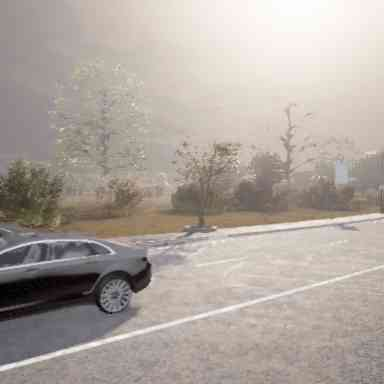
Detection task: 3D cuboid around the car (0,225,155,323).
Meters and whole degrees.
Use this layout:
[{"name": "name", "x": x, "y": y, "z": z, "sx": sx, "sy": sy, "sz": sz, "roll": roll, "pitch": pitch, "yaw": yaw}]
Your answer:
[{"name": "car", "x": -3.072, "y": 1.516, "z": 6.130, "sx": 4.902, "sy": 1.511, "sz": 2.128, "roll": 1, "pitch": 0, "yaw": -36}]

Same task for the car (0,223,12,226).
[{"name": "car", "x": -6.030, "y": 1.529, "z": 8.312, "sx": 4.892, "sy": 1.490, "sz": 1.837, "roll": 1, "pitch": -1, "yaw": -36}]
